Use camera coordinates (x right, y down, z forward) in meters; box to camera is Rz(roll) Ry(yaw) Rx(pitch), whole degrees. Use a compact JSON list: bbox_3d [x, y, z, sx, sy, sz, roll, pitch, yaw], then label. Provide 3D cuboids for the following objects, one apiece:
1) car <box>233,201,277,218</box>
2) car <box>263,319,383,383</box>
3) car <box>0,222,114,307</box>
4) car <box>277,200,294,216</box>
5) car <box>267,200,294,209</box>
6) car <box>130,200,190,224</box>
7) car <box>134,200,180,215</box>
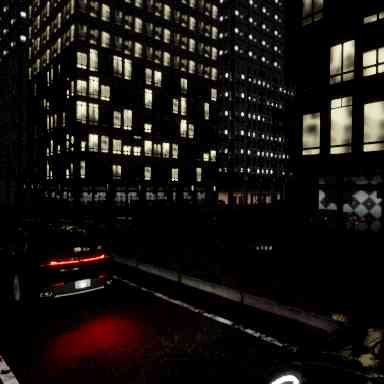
[{"bbox_3d":[6.237,1.833,33.924,4.829,1.417,1.752,1,0,-40],"label":"car"},{"bbox_3d":[2.399,1.352,1.347,2.097,1.767,4.553,0,0,-41],"label":"car"},{"bbox_3d":[-3.668,1.501,8.158,1.837,1.490,4.892,0,0,-41],"label":"car"},{"bbox_3d":[10.422,1.936,37.448,4.206,1.307,1.802,1,0,-40],"label":"car"},{"bbox_3d":[13.647,1.882,51.115,4.313,1.339,1.947,1,0,-40],"label":"car"},{"bbox_3d":[-2.520,1.524,26.550,5.009,1.841,2.192,1,0,-40],"label":"car"},{"bbox_3d":[-3.736,1.648,36.482,4.829,1.417,1.752,1,0,-40],"label":"car"}]
